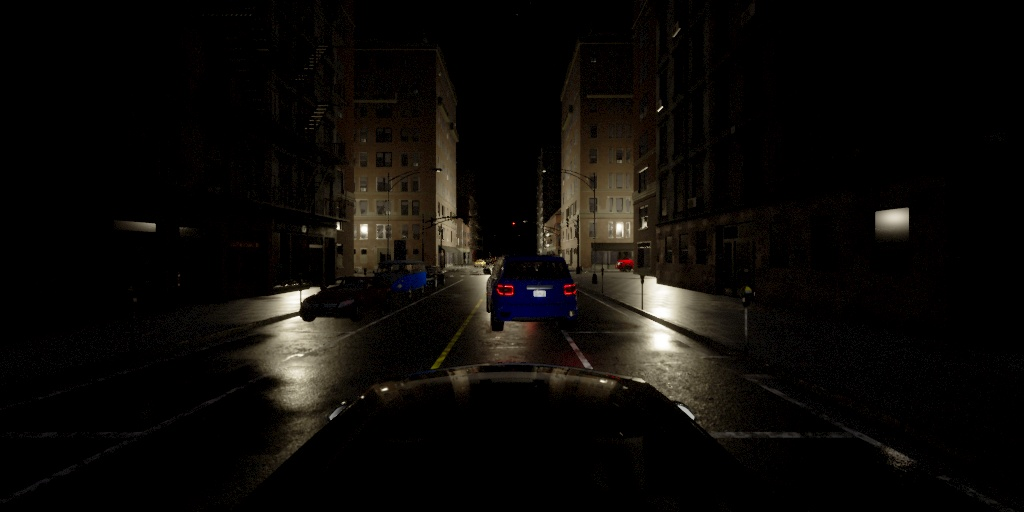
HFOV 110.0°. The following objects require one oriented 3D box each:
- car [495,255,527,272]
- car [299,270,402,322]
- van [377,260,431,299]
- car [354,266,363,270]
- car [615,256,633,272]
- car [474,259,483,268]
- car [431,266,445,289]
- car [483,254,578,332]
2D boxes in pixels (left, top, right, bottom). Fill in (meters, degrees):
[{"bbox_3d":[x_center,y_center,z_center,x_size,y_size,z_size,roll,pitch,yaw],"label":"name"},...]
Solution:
[{"bbox_3d":[-0.088,0.964,46.886,2.150,2.045,5.566,2,0,22],"label":"car"},{"bbox_3d":[-5.394,1.332,12.208,1.802,1.307,4.207,0,0,0],"label":"car"},{"bbox_3d":[-5.393,1.091,17.614,1.690,1.789,3.998,0,0,0],"label":"van"},{"bbox_3d":[-19.286,1.451,40.065,4.718,1.301,1.895,0,0,0],"label":"car"},{"bbox_3d":[15.329,0.880,43.071,5.566,2.045,2.150,0,0,0],"label":"car"},{"bbox_3d":[-5.393,1.276,60.813,1.751,1.417,4.829,0,0,0],"label":"car"},{"bbox_3d":[-5.392,1.301,23.020,2.007,1.370,4.403,0,0,0],"label":"car"},{"bbox_3d":[0.359,0.972,11.050,2.150,2.045,5.566,0,0,-6],"label":"car"}]
